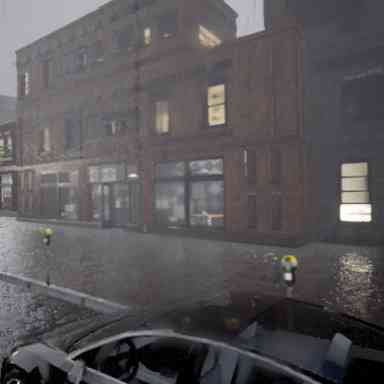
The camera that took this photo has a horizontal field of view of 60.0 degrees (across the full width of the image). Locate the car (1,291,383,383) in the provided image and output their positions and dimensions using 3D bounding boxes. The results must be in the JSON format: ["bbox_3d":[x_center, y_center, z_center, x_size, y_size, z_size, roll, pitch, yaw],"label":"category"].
[{"bbox_3d":[0.172,1.568,2.766,4.313,1.339,1.947,0,-1,36],"label":"car"}]
